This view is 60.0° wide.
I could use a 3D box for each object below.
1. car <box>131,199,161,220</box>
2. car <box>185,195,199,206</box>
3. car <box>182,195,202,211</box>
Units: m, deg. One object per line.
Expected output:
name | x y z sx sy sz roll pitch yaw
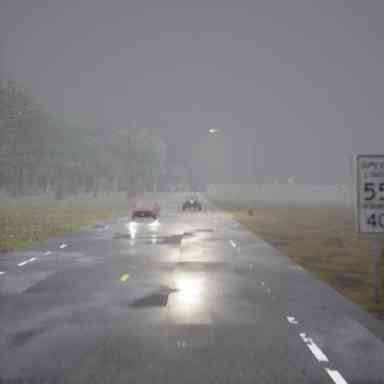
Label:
car | -3.595 1.355 26.741 1.882 1.535 5.008 0 1 0
car | 0.001 1.177 48.318 1.837 1.490 4.892 0 1 0
car | -0.003 1.124 37.907 2.097 1.767 4.553 0 1 0
